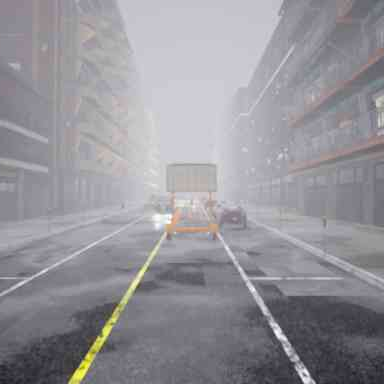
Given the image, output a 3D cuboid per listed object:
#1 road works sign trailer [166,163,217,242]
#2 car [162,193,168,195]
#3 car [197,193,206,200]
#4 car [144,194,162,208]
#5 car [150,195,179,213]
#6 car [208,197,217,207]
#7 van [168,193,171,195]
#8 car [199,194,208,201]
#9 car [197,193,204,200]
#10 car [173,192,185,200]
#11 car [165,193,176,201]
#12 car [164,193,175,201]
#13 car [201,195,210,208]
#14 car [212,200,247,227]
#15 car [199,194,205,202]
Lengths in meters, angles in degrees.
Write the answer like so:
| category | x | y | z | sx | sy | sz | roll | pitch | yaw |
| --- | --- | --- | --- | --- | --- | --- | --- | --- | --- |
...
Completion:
| category | x | y | z | sx | sy | sz | roll | pitch | yaw |
| --- | --- | --- | --- | --- | --- | --- | --- | --- | --- |
| road works sign trailer | -0.014 | 0.409 | 15.902 | 2.380 | 3.560 | 2.880 | 0 | 0 | 0 |
| car | -5.305 | 1.187 | 49.941 | 2.192 | 1.841 | 5.009 | 2 | 0 | 0 |
| car | 2.528 | 1.174 | 88.596 | 2.192 | 1.841 | 5.009 | 1 | 0 | 0 |
| car | -5.309 | 1.406 | 44.239 | 1.752 | 1.417 | 4.829 | 2 | 0 | 0 |
| car | -2.857 | 1.387 | 35.548 | 2.128 | 1.511 | 4.902 | 0 | 0 | 0 |
| car | 2.577 | 1.437 | 27.928 | 1.752 | 1.417 | 4.829 | 1 | 0 | 0 |
| van | -5.309 | 1.200 | 60.999 | 1.690 | 1.788 | 3.998 | 2 | 0 | 0 |
| car | 2.570 | 1.296 | 77.534 | 1.967 | 1.590 | 4.097 | 1 | 0 | 0 |
| car | 2.564 | 1.402 | 66.472 | 1.887 | 1.381 | 4.507 | 1 | 0 | 0 |
| car | -2.773 | 0.835 | 75.944 | 2.150 | 2.045 | 5.566 | 0 | 0 | 0 |
| car | -5.316 | 1.172 | 83.122 | 2.192 | 1.841 | 5.009 | 1 | 0 | 0 |
| car | -5.314 | 1.171 | 77.592 | 2.192 | 1.841 | 5.009 | 1 | 0 | 0 |
| car | 2.571 | 1.426 | 44.349 | 1.887 | 1.381 | 4.507 | 1 | 0 | 0 |
| car | 2.578 | 1.471 | 22.226 | 1.887 | 1.381 | 4.507 | 1 | 0 | 0 |
| car | 2.569 | 1.423 | 49.880 | 2.008 | 1.369 | 4.403 | 1 | 0 | 0 |
